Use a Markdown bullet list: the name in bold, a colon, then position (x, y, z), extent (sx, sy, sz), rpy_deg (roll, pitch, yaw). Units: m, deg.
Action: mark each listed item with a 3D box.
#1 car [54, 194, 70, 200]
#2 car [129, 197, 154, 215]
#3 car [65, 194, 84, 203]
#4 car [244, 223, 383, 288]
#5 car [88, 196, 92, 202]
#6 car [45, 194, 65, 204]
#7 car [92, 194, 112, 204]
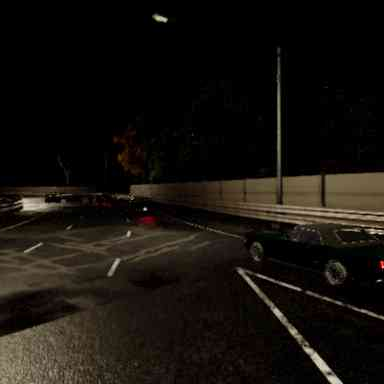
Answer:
- **car**: position (-29.273, 1.063, 75.045), extent (1.994, 1.385, 4.181), rpy_deg (-1, 1, -42)
- **car**: position (-4.791, 1.213, 31.369), extent (1.837, 1.490, 4.892), rpy_deg (0, 1, -17)
- **car**: position (-20.136, 1.167, 57.084), extent (2.033, 1.411, 5.357), rpy_deg (-1, 1, -34)
- **car**: position (3.452, 1.514, 9.138), extent (1.895, 1.301, 4.718), rpy_deg (0, 1, -26)
- **car**: position (-16.826, 1.143, 58.538), extent (1.812, 1.442, 4.674), rpy_deg (-1, 2, -34)
- **car**: position (-23.102, 1.209, 55.225), extent (1.994, 1.385, 4.181), rpy_deg (-1, 1, -34)
- **car**: position (-14.402, 1.095, 54.164), extent (1.837, 1.490, 4.892), rpy_deg (0, -2, -28)
